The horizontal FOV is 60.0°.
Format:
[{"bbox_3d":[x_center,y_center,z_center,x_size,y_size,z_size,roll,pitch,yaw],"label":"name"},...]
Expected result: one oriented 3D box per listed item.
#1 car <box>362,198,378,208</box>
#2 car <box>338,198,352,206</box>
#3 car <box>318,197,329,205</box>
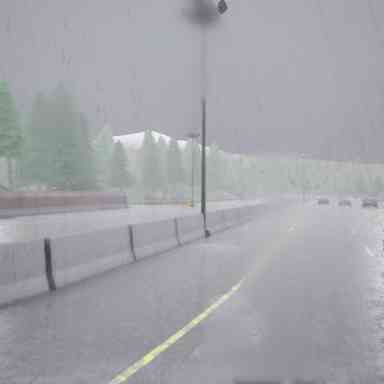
[{"bbox_3d":[28.927,1.720,54.165,2.128,1.511,4.902,0,0,22],"label":"car"},{"bbox_3d":[27.007,1.757,58.828,1.812,1.442,4.674,0,0,22],"label":"car"},{"bbox_3d":[25.151,1.726,63.632,2.128,1.511,4.902,0,0,22],"label":"car"}]
